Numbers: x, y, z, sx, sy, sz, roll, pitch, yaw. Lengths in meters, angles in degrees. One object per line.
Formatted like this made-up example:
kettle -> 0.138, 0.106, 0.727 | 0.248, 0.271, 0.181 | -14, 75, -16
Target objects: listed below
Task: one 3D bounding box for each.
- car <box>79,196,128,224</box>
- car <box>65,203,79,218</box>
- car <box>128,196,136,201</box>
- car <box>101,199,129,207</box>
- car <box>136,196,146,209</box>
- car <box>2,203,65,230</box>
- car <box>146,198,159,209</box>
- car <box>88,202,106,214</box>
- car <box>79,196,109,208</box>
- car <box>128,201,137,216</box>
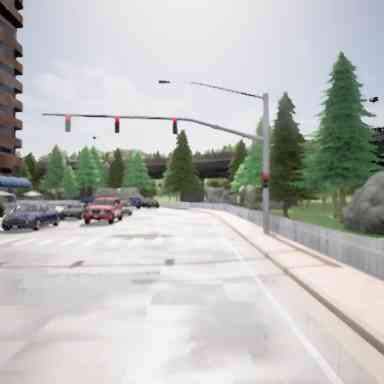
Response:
car -> -7.122, 1.468, 27.361 | 2.150, 2.045, 5.566 | 0, -1, 0
car -> -10.755, 1.781, 31.237 | 1.837, 1.490, 4.892 | 0, -1, -1
car -> -10.060, 1.653, 47.194 | 2.150, 2.045, 5.566 | 0, -1, -25
car -> -14.754, 2.127, 63.447 | 5.357, 1.411, 2.033 | 0, -1, 32
car -> -10.332, 1.722, 54.478 | 2.150, 2.045, 5.566 | 1, -1, -39
car -> -10.624, 1.542, 22.271 | 2.097, 1.767, 4.553 | 0, -1, 0
car -> -7.463, 1.878, 56.477 | 2.097, 1.767, 4.553 | 1, -1, -39
car -> -11.783, 1.933, 41.150 | 1.994, 1.385, 4.181 | 0, -1, -17
car -> -18.185, 1.774, 61.549 | 5.566, 2.045, 2.150 | 0, -1, 32
car -> -7.575, 1.940, 37.113 | 1.895, 1.301, 4.718 | 0, -1, -6
